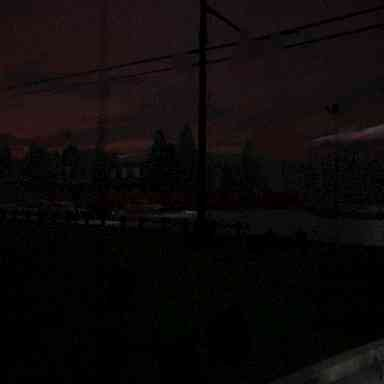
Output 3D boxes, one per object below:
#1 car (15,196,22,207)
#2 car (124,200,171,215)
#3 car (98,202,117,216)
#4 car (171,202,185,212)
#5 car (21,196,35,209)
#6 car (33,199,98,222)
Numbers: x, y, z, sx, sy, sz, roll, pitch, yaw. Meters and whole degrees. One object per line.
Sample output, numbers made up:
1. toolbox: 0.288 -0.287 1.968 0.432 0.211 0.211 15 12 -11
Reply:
1. car: -25.461 1.455 51.969 4.553 1.767 2.097 0 0 29
2. car: -5.208 1.677 36.663 5.008 1.535 1.882 0 0 29
3. car: -9.172 1.612 30.859 4.902 1.511 2.128 0 0 29
4. car: -2.967 1.821 41.822 4.181 1.385 1.994 0 0 13
5. car: -20.575 1.632 45.224 4.674 1.442 1.812 0 0 29
6. car: -10.534 1.562 27.611 5.008 1.535 1.882 0 0 29
